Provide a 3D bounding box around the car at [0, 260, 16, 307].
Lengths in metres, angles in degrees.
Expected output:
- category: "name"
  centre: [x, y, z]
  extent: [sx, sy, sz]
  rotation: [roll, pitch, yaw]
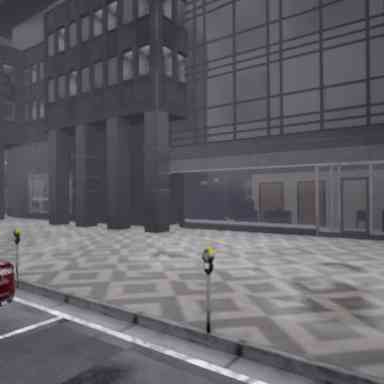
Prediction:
- category: "car"
  centre: [-5.394, 1.622, 6.808]
  extent: [4.507, 1.381, 1.887]
  rotation: [-1, 0, 35]
